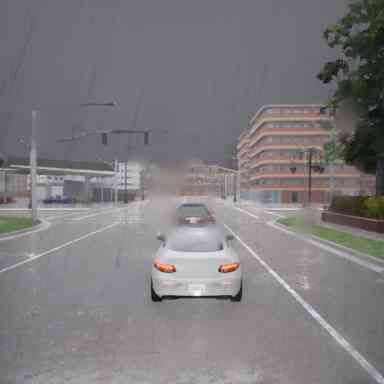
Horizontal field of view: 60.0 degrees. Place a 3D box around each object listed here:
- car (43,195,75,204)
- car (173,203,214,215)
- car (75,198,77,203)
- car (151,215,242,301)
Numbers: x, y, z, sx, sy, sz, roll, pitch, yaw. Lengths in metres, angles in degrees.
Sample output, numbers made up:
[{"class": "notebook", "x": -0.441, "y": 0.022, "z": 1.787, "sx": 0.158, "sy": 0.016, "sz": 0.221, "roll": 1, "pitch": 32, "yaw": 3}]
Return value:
[{"class": "car", "x": -23.439, "y": 1.295, "z": 57.868, "sx": 4.611, "sy": 1.667, "sz": 2.242, "roll": 0, "pitch": 0, "yaw": 1}, {"class": "car", "x": 0.064, "y": 1.352, "z": 17.160, "sx": 2.097, "sy": 1.767, "sz": 4.553, "roll": 0, "pitch": 0, "yaw": 0}, {"class": "car", "x": -24.169, "y": 1.456, "z": 63.617, "sx": 3.806, "sy": 1.475, "sz": 1.970, "roll": 0, "pitch": 0, "yaw": 1}, {"class": "car", "x": 0.087, "y": 1.526, "z": 8.168, "sx": 1.812, "sy": 1.442, "sz": 4.674, "roll": 0, "pitch": 0, "yaw": 0}]
